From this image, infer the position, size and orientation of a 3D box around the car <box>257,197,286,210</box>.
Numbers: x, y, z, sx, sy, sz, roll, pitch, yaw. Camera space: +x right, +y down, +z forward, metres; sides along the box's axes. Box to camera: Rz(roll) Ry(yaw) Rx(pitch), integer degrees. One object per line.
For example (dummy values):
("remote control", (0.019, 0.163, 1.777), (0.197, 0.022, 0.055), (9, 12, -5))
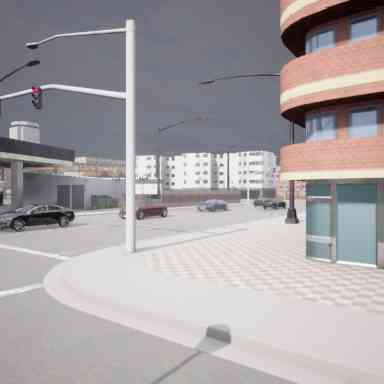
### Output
("car", (10.870, 1.491, 43.704), (2.128, 1.511, 4.902), (0, 0, 35))

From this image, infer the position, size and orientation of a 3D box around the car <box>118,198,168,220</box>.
("car", (-4.121, 1.352, 28.490), (2.097, 1.767, 4.553), (0, 0, 34))

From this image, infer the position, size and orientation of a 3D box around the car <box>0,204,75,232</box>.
("car", (-9.602, 1.491, 20.477), (2.128, 1.511, 4.902), (0, 0, 34))

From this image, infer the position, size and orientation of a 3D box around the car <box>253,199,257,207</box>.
("car", (10.876, 1.477, 50.090), (1.882, 1.535, 5.008), (0, 0, 35))

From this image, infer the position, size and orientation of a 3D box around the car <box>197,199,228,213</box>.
("car", (2.447, 1.525, 37.999), (1.812, 1.442, 4.674), (0, 0, 35))
